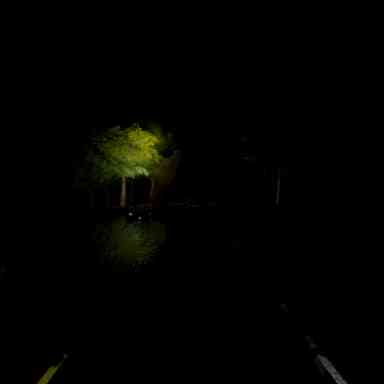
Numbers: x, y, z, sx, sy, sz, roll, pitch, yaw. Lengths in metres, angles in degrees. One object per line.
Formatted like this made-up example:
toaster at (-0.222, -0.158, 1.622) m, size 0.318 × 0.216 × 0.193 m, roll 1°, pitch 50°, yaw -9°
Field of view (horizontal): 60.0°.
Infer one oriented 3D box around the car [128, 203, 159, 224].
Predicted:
car at (-3.588, 1.538, 25.191) m, size 1.812 × 1.442 × 4.674 m, roll 0°, pitch 0°, yaw 0°

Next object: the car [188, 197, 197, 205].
car at (0.094, 1.822, 66.453) m, size 1.882 × 1.535 × 5.008 m, roll 0°, pitch -1°, yaw 0°

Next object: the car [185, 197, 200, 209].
car at (0.096, 1.672, 48.297) m, size 1.837 × 1.490 × 4.892 m, roll 0°, pitch 0°, yaw 0°
